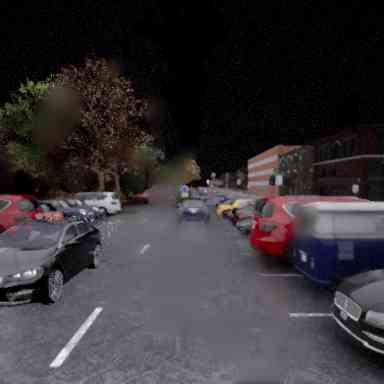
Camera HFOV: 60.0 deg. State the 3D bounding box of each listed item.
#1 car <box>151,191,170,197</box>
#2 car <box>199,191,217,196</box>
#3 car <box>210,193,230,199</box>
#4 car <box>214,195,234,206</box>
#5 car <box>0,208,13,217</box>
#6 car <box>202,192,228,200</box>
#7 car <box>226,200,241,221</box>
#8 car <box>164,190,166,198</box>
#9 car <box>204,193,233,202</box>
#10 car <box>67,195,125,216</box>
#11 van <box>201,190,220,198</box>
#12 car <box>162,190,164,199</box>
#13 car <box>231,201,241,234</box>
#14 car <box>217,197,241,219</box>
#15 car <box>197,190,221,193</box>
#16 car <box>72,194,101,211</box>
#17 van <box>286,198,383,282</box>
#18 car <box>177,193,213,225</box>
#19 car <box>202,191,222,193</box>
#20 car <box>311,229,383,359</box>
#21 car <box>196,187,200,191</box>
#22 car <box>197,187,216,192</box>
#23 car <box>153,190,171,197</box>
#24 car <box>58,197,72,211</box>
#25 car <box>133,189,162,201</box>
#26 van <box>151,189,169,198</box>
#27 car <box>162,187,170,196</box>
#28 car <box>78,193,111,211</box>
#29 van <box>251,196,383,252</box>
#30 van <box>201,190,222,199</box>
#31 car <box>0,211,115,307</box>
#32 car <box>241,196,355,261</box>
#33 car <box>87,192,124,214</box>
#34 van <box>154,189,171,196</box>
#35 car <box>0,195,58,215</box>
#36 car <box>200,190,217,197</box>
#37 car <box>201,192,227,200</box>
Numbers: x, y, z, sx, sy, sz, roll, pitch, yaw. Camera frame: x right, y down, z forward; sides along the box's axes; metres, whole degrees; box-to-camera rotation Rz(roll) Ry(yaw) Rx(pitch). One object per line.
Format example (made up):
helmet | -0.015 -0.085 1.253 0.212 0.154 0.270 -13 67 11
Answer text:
car | -8.176 0.536 86.786 4.792 1.488 2.163 0 2 0
car | 4.438 0.397 92.458 4.674 1.452 2.002 0 2 0
car | 3.484 1.185 40.711 2.033 1.411 5.357 1 1 21
car | 4.721 1.294 26.906 5.366 1.575 1.946 0 0 0
car | -8.727 1.409 10.073 5.366 1.575 1.946 0 0 0
car | 4.375 0.826 64.184 5.008 1.535 2.097 0 0 0
car | 4.566 1.384 18.557 4.792 1.488 2.163 0 0 0
car | -8.207 0.802 66.999 4.892 1.521 2.231 0 0 0
car | 4.346 0.940 55.707 4.674 1.452 2.002 0 0 0
car | -8.513 1.153 29.691 4.553 1.767 2.185 0 0 0
van | 4.289 0.474 78.189 4.442 1.987 1.878 0 1 0
car | -8.212 0.851 61.228 5.008 1.535 2.097 0 1 0
car | 4.544 1.374 15.773 4.892 1.521 2.231 0 0 0
car | 4.507 1.346 24.123 4.792 1.488 2.163 0 0 0
car | 4.177 0.848 61.358 5.366 1.575 1.946 0 0 0
car | -8.574 1.211 21.211 4.553 1.767 2.185 0 0 0
van | 4.655 1.204 7.422 4.442 1.987 1.878 0 0 0
car | 0.097 1.197 22.774 2.097 1.767 4.553 0 0 0
car | 4.312 0.954 52.880 4.792 1.488 2.163 0 0 0
car | 4.546 1.450 4.640 4.892 1.521 2.231 0 0 0
car | 4.420 0.031 95.275 5.566 2.045 2.435 0 2 0
car | 4.412 0.526 69.832 5.566 2.045 2.435 0 1 0
car | -8.106 0.310 89.478 4.553 1.767 2.185 0 1 0
car | -8.511 1.248 15.766 4.553 1.767 2.185 0 0 0
car | -8.192 0.749 58.527 4.553 1.767 2.185 0 1 0
van | -8.034 0.355 83.953 4.442 1.987 1.878 0 2 0
car | -8.150 0.477 75.343 5.566 2.045 2.435 0 0 0
car | -8.575 1.192 23.996 4.553 1.767 2.185 0 0 0
van | 4.654 1.167 12.864 4.442 1.987 1.878 0 0 0
van | 4.275 0.526 72.658 4.442 1.987 1.878 0 0 0
car | -3.584 1.437 8.065 2.128 1.511 4.902 0 0 0
car | 4.567 1.160 10.205 5.566 2.045 2.435 0 0 0
car | -8.573 1.046 26.905 5.566 2.045 2.435 0 0 0
van | -8.247 0.132 92.422 4.442 1.987 1.878 0 2 0
car | -8.570 1.142 12.856 5.566 2.045 2.435 0 0 0
car | 4.403 0.306 89.629 4.553 1.767 2.185 0 2 0
car | 4.372 0.801 67.009 5.008 1.535 2.097 0 1 0
